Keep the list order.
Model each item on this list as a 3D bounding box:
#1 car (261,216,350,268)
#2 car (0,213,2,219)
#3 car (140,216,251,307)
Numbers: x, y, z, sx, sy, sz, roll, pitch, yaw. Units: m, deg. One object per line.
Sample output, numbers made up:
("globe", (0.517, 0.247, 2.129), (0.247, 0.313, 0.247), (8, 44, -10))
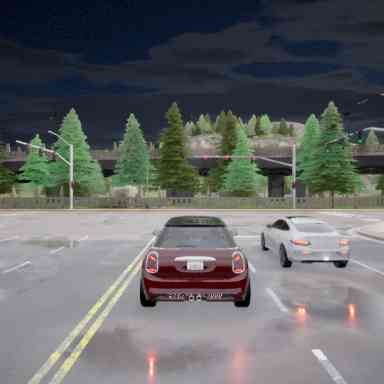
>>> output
("car", (3.595, 1.526, 11.183), (1.812, 1.442, 4.674), (0, 0, 0))
("car", (-16.122, 1.509, 24.030), (4.181, 1.385, 1.994), (0, 0, 7))
("car", (0.078, 1.352, 8.136), (2.097, 1.767, 4.553), (0, 0, 1))
